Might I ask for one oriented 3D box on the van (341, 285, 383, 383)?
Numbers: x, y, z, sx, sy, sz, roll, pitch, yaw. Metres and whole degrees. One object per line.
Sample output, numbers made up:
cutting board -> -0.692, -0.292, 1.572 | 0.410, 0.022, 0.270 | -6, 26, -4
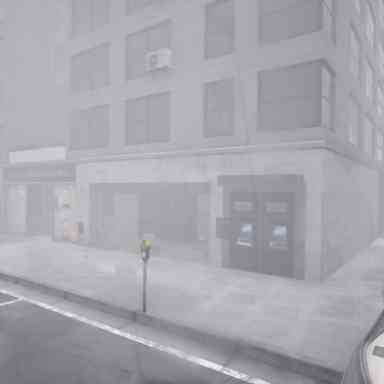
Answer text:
van -> 2.592, 1.342, 1.095 | 3.998, 1.788, 1.690 | 0, 1, 36
